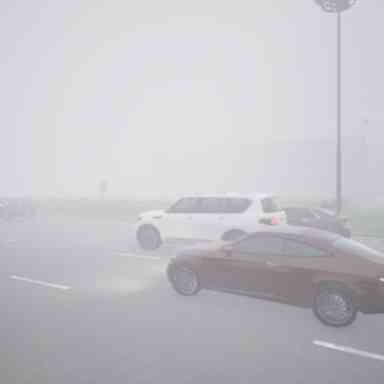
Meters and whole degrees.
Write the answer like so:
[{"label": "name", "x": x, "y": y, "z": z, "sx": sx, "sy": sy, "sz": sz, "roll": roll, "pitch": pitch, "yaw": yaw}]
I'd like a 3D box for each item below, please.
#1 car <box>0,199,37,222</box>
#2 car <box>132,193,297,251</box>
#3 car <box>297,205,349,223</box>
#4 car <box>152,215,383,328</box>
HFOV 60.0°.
[{"label": "car", "x": -12.981, "y": 1.212, "z": 23.255, "sx": 4.902, "sy": 1.511, "sz": 2.128, "roll": 0, "pitch": 1, "yaw": 29}, {"label": "car", "x": 0.510, "y": 1.046, "z": 11.679, "sx": 5.566, "sy": 2.045, "sz": 2.150, "roll": 0, "pitch": 1, "yaw": 30}, {"label": "car", "x": 3.856, "y": 1.285, "z": 13.703, "sx": 4.892, "sy": 1.490, "sz": 1.837, "roll": 0, "pitch": 1, "yaw": 31}, {"label": "car", "x": 1.640, "y": 1.417, "z": 6.687, "sx": 4.674, "sy": 1.442, "sz": 1.812, "roll": 0, "pitch": 1, "yaw": 33}]
